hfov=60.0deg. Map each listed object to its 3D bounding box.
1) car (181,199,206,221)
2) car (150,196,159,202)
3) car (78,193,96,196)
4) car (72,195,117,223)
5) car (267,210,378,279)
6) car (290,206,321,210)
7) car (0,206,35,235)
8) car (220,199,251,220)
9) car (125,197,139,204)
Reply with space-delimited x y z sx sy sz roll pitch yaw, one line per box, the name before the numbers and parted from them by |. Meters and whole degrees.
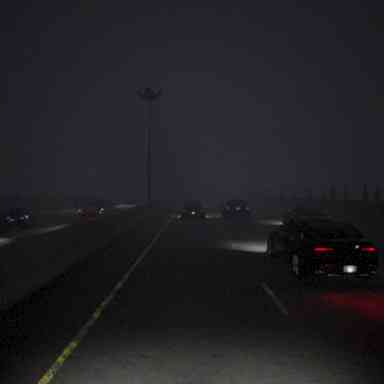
car | 0.096 1.559 27.232 1.994 1.385 4.181 0 0 0
car | -7.624 1.472 66.608 2.128 1.511 4.902 0 0 -2
car | -14.156 1.211 44.386 2.150 2.045 5.566 0 0 -1
car | -7.104 1.347 25.298 2.097 1.767 4.553 0 0 0
car | 3.598 1.503 9.995 1.837 1.490 4.892 0 0 0
car | 7.097 1.560 20.797 1.994 1.385 4.181 0 0 0
car | -10.603 1.522 18.769 1.812 1.442 4.674 0 0 0
car | 3.596 1.347 28.165 2.097 1.767 4.553 0 0 0
car | -10.969 1.601 60.650 1.895 1.301 4.718 0 0 -1
